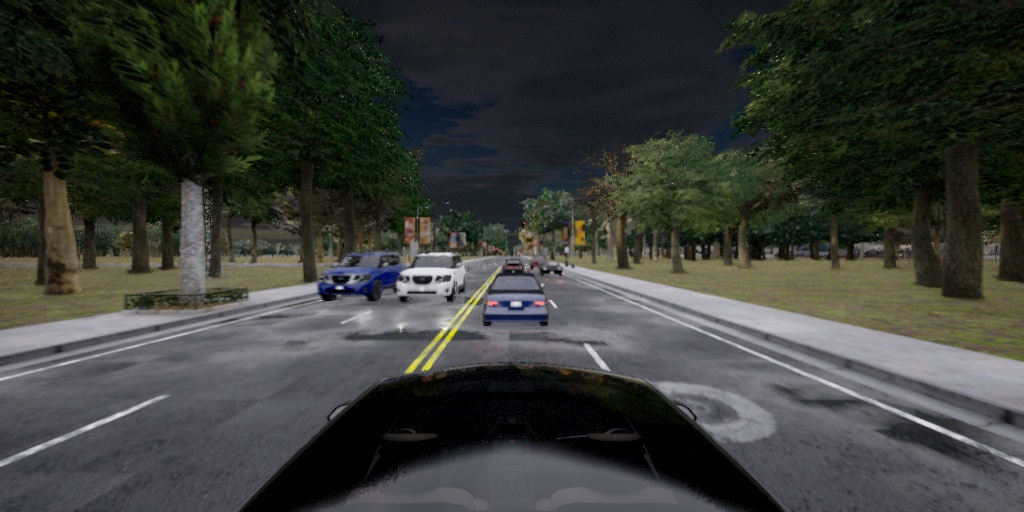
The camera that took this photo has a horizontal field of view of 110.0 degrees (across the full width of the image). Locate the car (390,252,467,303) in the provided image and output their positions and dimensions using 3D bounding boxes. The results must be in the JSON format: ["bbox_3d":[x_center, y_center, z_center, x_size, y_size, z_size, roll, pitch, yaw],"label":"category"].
[{"bbox_3d":[-3.347,0.847,16.065,2.150,2.045,5.566,0,0,0],"label":"car"}]

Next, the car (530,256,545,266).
[{"bbox_3d":[3.324,0.731,45.017,2.097,1.767,4.553,0,0,0],"label":"car"}]

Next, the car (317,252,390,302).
[{"bbox_3d":[-6.597,0.844,16.480,2.150,2.045,5.566,0,0,0],"label":"car"}]

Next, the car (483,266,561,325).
[{"bbox_3d":[0.102,1.213,11.377,2.033,1.411,5.357,0,0,0],"label":"car"}]

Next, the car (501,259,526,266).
[{"bbox_3d":[0.108,1.001,30.902,1.837,1.490,4.892,0,0,0],"label":"car"}]

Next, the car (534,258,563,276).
[{"bbox_3d":[3.361,1.086,32.351,1.895,1.301,4.718,0,0,0],"label":"car"}]
